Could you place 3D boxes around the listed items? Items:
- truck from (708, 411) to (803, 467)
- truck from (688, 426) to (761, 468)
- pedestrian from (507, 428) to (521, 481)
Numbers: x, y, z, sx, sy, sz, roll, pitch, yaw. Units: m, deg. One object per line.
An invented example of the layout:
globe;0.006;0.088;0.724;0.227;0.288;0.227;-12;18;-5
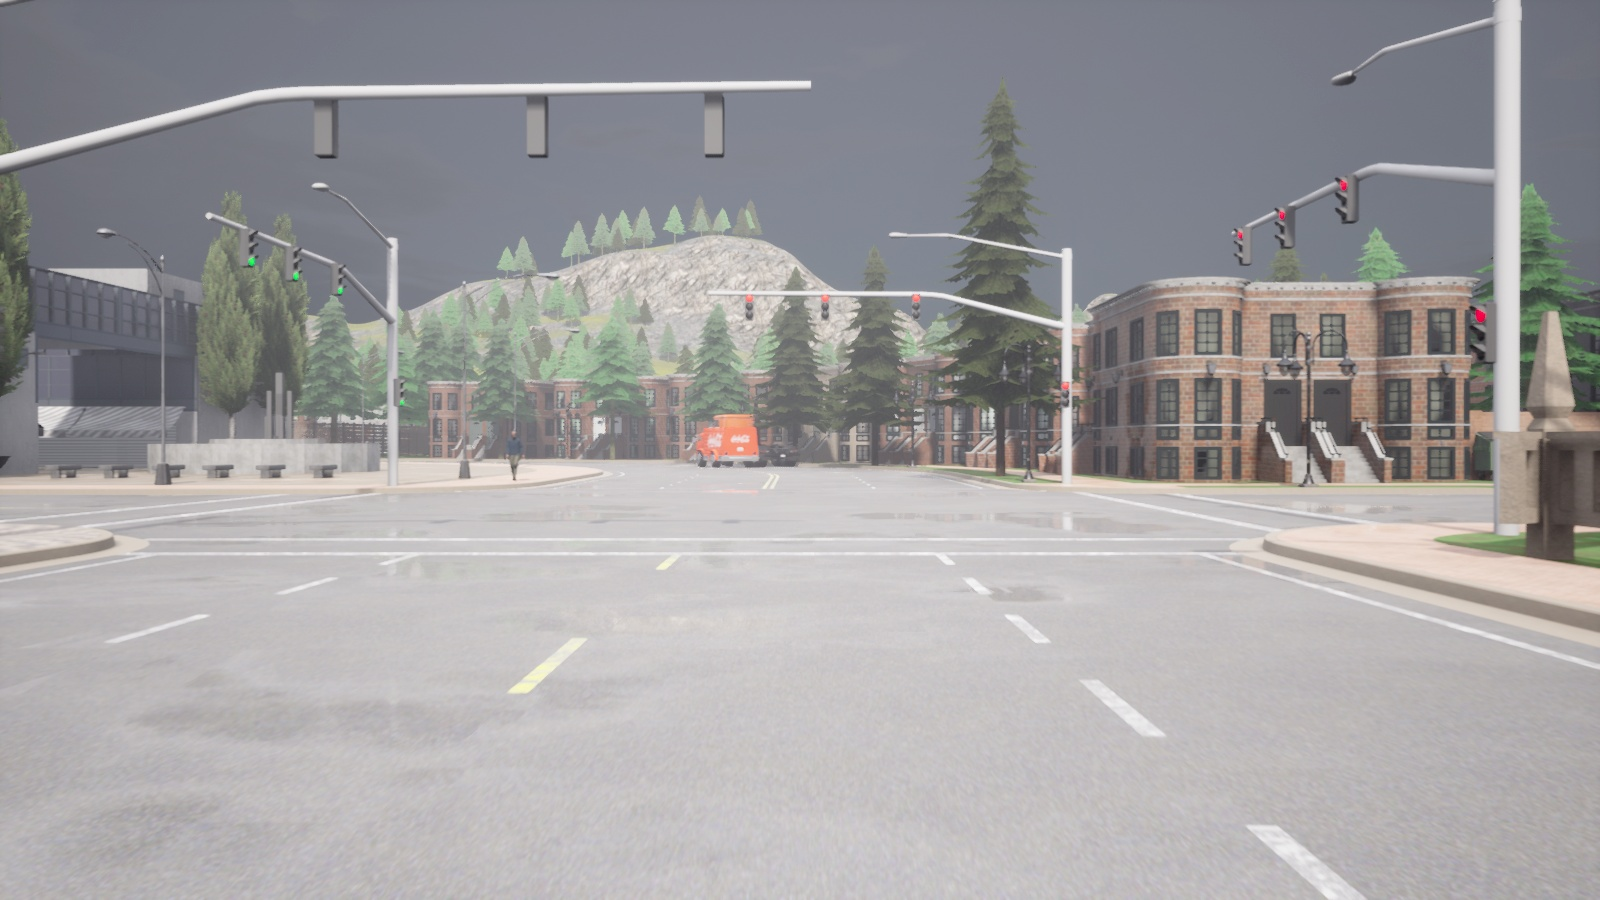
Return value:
truck;-2.975;-0.693;80.702;2.891;3.462;7.936;0;0;-29
truck;-4.651;-0.175;76.461;2.627;2.467;5.204;0;0;-26
pedestrian;-10.043;0.149;44.049;0.402;1.842;0.726;0;0;-6
